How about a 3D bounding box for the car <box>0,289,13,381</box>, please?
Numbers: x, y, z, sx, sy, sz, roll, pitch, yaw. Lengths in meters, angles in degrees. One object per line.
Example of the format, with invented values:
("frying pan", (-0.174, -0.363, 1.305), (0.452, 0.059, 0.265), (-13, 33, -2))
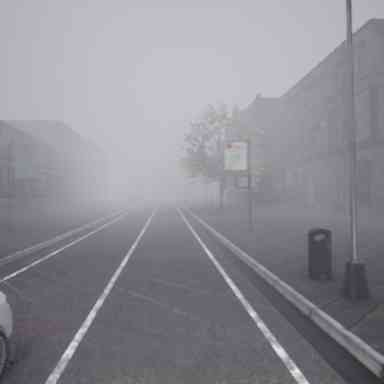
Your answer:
("car", (-3.106, 1.594, 2.555), (1.812, 1.442, 4.674), (-1, -1, -4))
